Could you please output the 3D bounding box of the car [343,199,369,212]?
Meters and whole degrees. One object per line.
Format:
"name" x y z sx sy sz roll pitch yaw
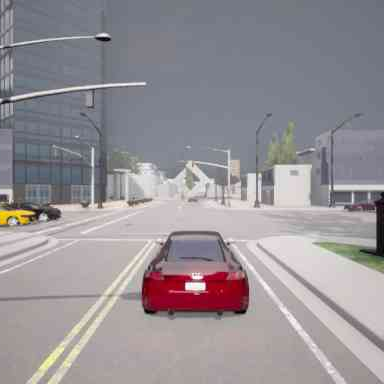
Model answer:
"car" 19.846 1.498 37.070 5.357 1.411 2.033 0 0 -1

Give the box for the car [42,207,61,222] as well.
"car" -12.901 1.547 26.098 5.008 1.535 1.882 -1 0 0

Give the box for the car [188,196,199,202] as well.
"car" 0.341 1.587 74.910 1.895 1.301 4.718 0 0 8

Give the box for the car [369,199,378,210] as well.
"car" 21.522 1.163 33.567 5.566 2.045 2.150 0 0 0

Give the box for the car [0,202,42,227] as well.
"car" -13.274 1.550 22.587 5.008 1.535 1.882 0 0 0

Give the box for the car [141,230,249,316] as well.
"car" 0.070 1.563 7.623 1.994 1.385 4.181 0 0 0

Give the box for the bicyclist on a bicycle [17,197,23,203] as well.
"bicyclist on a bicycle" -22.002 1.461 42.502 0.582 1.620 1.656 -1 0 0
